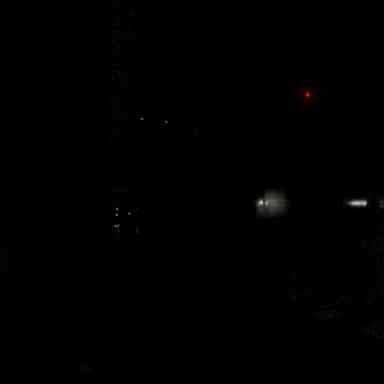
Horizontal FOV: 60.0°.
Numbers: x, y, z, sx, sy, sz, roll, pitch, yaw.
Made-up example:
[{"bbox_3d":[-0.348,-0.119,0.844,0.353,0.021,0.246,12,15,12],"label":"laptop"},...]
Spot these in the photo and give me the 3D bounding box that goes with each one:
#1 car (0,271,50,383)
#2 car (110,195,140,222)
[{"bbox_3d":[-3.807,1.571,3.475,4.313,1.339,1.947,0,0,-35],"label":"car"},{"bbox_3d":[-6.352,1.279,27.487,2.150,2.045,5.566,0,0,-36],"label":"car"}]
